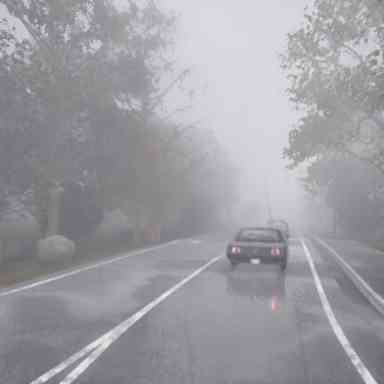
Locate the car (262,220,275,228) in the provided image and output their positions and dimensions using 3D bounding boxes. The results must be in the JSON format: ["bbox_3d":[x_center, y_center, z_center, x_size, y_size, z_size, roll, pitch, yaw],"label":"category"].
[{"bbox_3d":[14.849,6.195,64.215,1.812,1.442,4.674,0,-5,21],"label":"car"}]

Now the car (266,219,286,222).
[{"bbox_3d":[6.689,2.836,26.172,2.033,1.411,5.357,0,-5,17],"label":"car"}]

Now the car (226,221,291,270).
[{"bbox_3d":[2.613,1.956,12.413,1.895,1.301,4.718,0,-3,17],"label":"car"}]
